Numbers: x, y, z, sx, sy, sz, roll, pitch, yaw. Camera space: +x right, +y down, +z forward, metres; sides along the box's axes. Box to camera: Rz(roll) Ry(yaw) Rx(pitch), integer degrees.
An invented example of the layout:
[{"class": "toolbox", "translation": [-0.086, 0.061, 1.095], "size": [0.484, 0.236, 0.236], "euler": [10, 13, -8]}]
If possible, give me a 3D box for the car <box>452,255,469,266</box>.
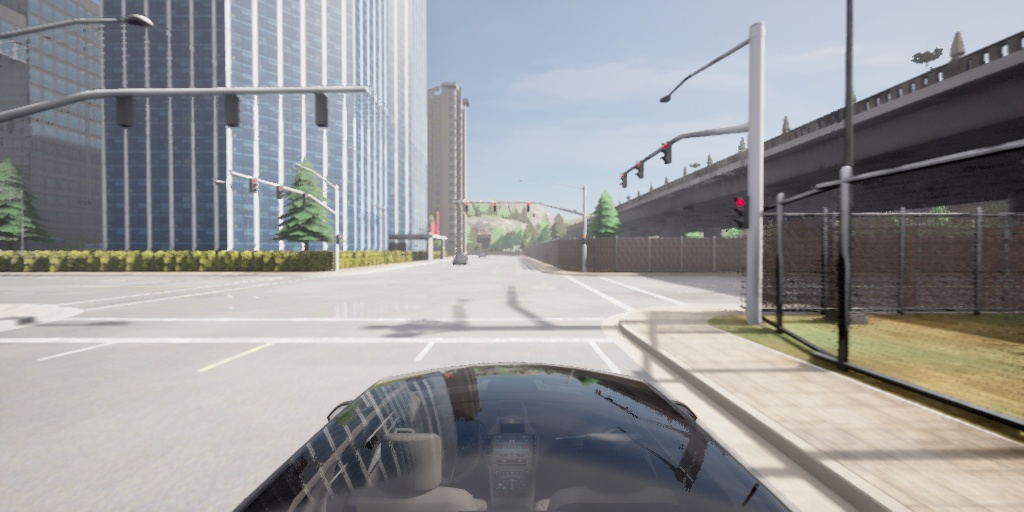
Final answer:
[{"class": "car", "translation": [-7.007, 0.617, 48.999], "size": [1.837, 1.490, 4.892], "euler": [0, 2, 0]}]
